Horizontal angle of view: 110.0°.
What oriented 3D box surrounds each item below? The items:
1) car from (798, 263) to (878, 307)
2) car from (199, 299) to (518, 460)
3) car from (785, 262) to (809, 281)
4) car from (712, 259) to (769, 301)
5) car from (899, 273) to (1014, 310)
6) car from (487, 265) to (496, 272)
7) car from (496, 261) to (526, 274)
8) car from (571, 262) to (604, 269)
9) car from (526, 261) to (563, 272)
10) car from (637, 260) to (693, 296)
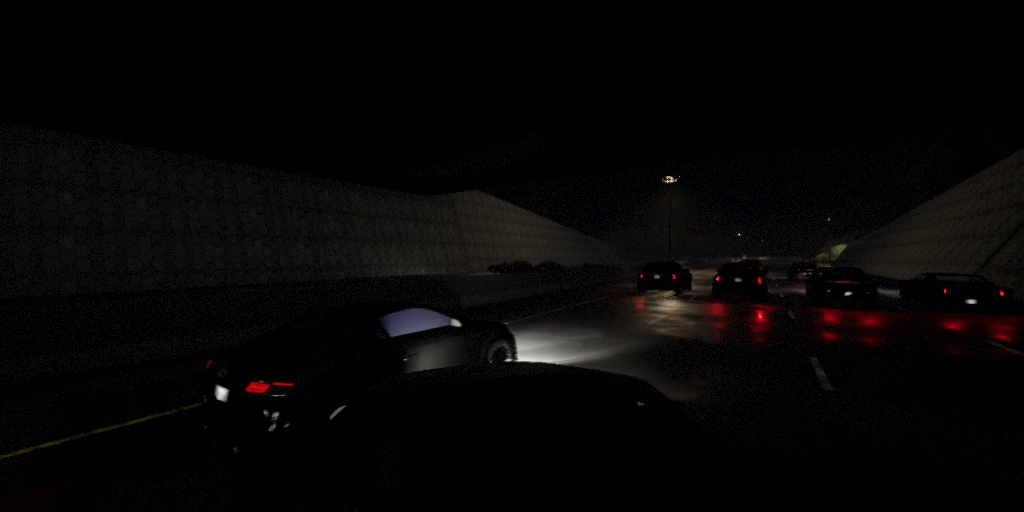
[{"bbox_3d":[14.055,1.227,15.487,2.128,1.511,4.902,0,0,35],"label":"car"},{"bbox_3d":[-1.701,1.311,5.156,1.994,1.385,4.181,0,0,35],"label":"car"},{"bbox_3d":[23.191,1.233,28.573,1.837,1.490,4.892,0,0,35],"label":"car"},{"bbox_3d":[11.315,1.091,17.681,2.097,1.767,4.553,0,0,36],"label":"car"},{"bbox_3d":[17.762,1.340,14.682,1.895,1.301,4.718,0,0,35],"label":"car"},{"bbox_3d":[-0.852,1.318,43.313,1.895,1.301,4.718,0,0,35],"label":"car"},{"bbox_3d":[0.679,1.246,39.418,1.812,1.442,4.674,0,0,35],"label":"car"},{"bbox_3d":[7.929,1.322,37.543,1.895,1.301,4.718,0,0,35],"label":"car"},{"bbox_3d":[3.768,1.247,37.726,1.812,1.442,4.674,0,0,35],"label":"car"},{"bbox_3d":[8.529,1.087,19.799,2.097,1.767,4.553,0,0,35],"label":"car"}]
